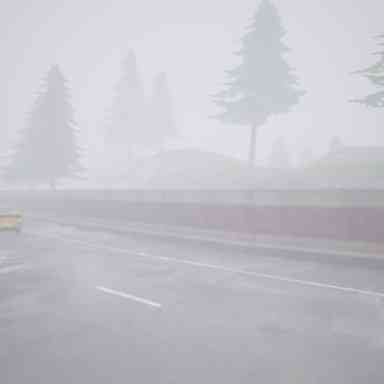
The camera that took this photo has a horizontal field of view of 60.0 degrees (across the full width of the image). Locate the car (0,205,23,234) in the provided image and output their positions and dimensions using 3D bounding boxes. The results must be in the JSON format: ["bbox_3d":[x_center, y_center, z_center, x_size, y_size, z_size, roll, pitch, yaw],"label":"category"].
[{"bbox_3d":[-10.911,1.431,18.110,5.008,1.535,1.882,0,0,44],"label":"car"}]
